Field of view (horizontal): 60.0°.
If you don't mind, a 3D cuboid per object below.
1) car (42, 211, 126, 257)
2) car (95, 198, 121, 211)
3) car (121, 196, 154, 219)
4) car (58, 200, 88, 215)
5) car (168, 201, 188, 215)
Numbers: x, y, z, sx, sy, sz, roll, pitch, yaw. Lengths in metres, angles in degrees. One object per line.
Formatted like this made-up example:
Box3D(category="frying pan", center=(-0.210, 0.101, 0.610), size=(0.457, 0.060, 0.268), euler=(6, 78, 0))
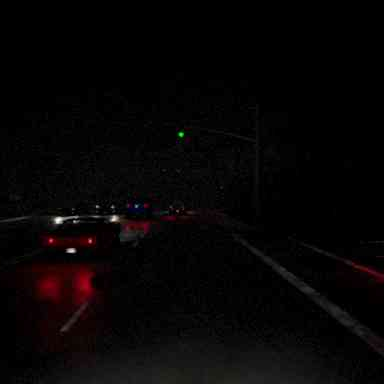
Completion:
Box3D(category="car", center=(-4.070, 1.646, 13.175), size=(1.895, 1.301, 4.718), euler=(0, 0, -2))
Box3D(category="car", center=(-8.625, 1.479, 34.738), size=(2.097, 1.767, 4.553), euler=(0, 0, -2))
Box3D(category="car", center=(-4.827, 1.348, 30.996), size=(2.150, 2.045, 5.566), euler=(0, 0, -2))
Box3D(category="car", center=(-12.107, 1.588, 34.157), size=(1.882, 1.535, 5.008), euler=(0, 0, -2))
Box3D(category="car", center=(-1.505, 1.687, 35.496), size=(1.812, 1.442, 4.674), euler=(0, 0, -2))
